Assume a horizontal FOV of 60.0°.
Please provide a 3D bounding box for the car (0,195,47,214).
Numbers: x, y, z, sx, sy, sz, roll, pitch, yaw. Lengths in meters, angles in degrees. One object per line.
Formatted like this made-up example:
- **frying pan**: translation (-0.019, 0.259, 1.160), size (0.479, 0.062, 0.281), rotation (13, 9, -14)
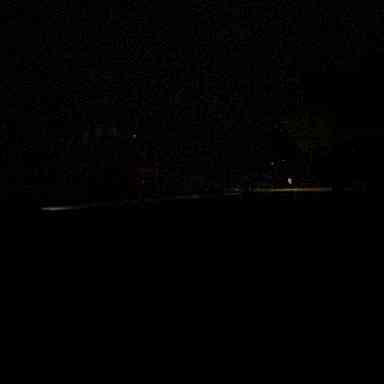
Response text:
- **car**: translation (-14.718, 0.952, 27.089), size (2.033, 1.411, 5.357), rotation (0, 2, 35)

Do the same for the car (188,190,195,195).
- **car**: translation (1.308, -0.138, 54.431), size (1.895, 1.301, 4.718), rotation (0, 2, 36)

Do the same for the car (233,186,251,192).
- **car**: translation (9.064, -0.494, 60.536), size (1.994, 1.385, 4.181), rotation (0, 2, 35)

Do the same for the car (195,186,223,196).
- **car**: translation (3.130, -0.217, 52.102), size (2.128, 1.511, 4.902), rotation (0, 2, 36)
